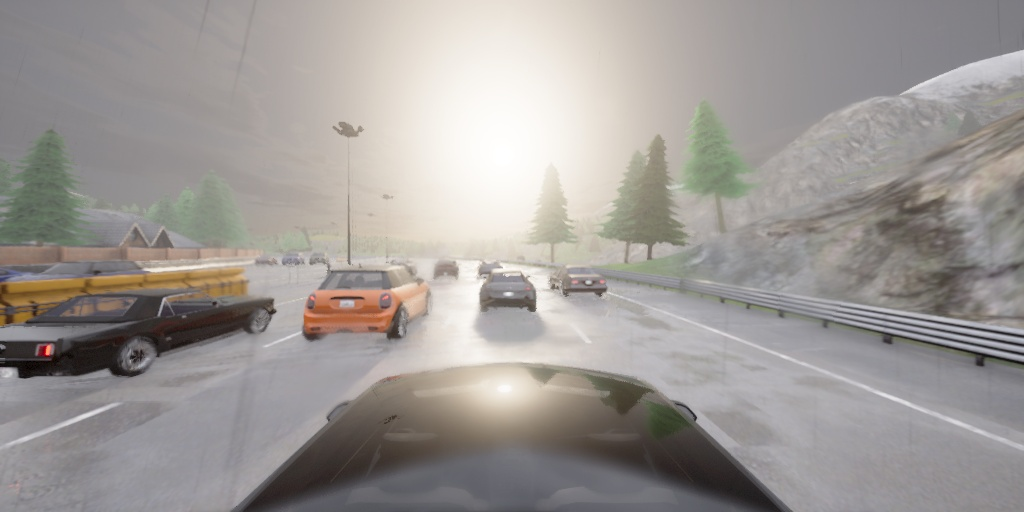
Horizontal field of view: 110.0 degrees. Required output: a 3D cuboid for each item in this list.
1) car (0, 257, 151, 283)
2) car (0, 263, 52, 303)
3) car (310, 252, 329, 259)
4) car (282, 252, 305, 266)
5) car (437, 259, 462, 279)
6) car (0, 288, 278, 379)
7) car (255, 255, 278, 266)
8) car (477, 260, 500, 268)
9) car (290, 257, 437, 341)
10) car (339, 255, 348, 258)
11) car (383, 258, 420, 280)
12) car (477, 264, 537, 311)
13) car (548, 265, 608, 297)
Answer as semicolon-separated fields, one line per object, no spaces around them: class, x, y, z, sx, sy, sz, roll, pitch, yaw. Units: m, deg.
car;-18.044;0.962;15.114;2.097;1.767;4.553;0;1;-4
car;-21.447;1.106;13.546;1.882;1.535;5.008;0;0;-4
car;-29.897;0.410;55.813;2.150;2.045;5.566;0;1;-19
car;-33.126;0.426;54.485;2.150;2.045;5.566;0;1;-19
car;-5.063;0.974;27.956;1.837;1.490;4.892;0;1;-8
car;-6.980;1.294;7.151;1.895;1.301;4.718;0;1;-1
car;-36.426;0.683;53.280;1.882;1.535;5.008;0;1;-19
car;-1.924;1.002;30.605;1.994;1.385;4.181;0;1;-9
car;-3.568;1.015;9.743;2.097;1.767;4.553;0;1;-2
car;-26.688;0.633;57.189;1.882;1.535;5.008;0;1;-19
car;-8.696;0.953;28.617;2.128;1.511;4.902;0;1;-8
car;-0.208;1.185;13.670;1.994;1.385;4.181;0;1;-3
car;3.052;1.124;17.606;2.033;1.411;5.357;0;1;-4
